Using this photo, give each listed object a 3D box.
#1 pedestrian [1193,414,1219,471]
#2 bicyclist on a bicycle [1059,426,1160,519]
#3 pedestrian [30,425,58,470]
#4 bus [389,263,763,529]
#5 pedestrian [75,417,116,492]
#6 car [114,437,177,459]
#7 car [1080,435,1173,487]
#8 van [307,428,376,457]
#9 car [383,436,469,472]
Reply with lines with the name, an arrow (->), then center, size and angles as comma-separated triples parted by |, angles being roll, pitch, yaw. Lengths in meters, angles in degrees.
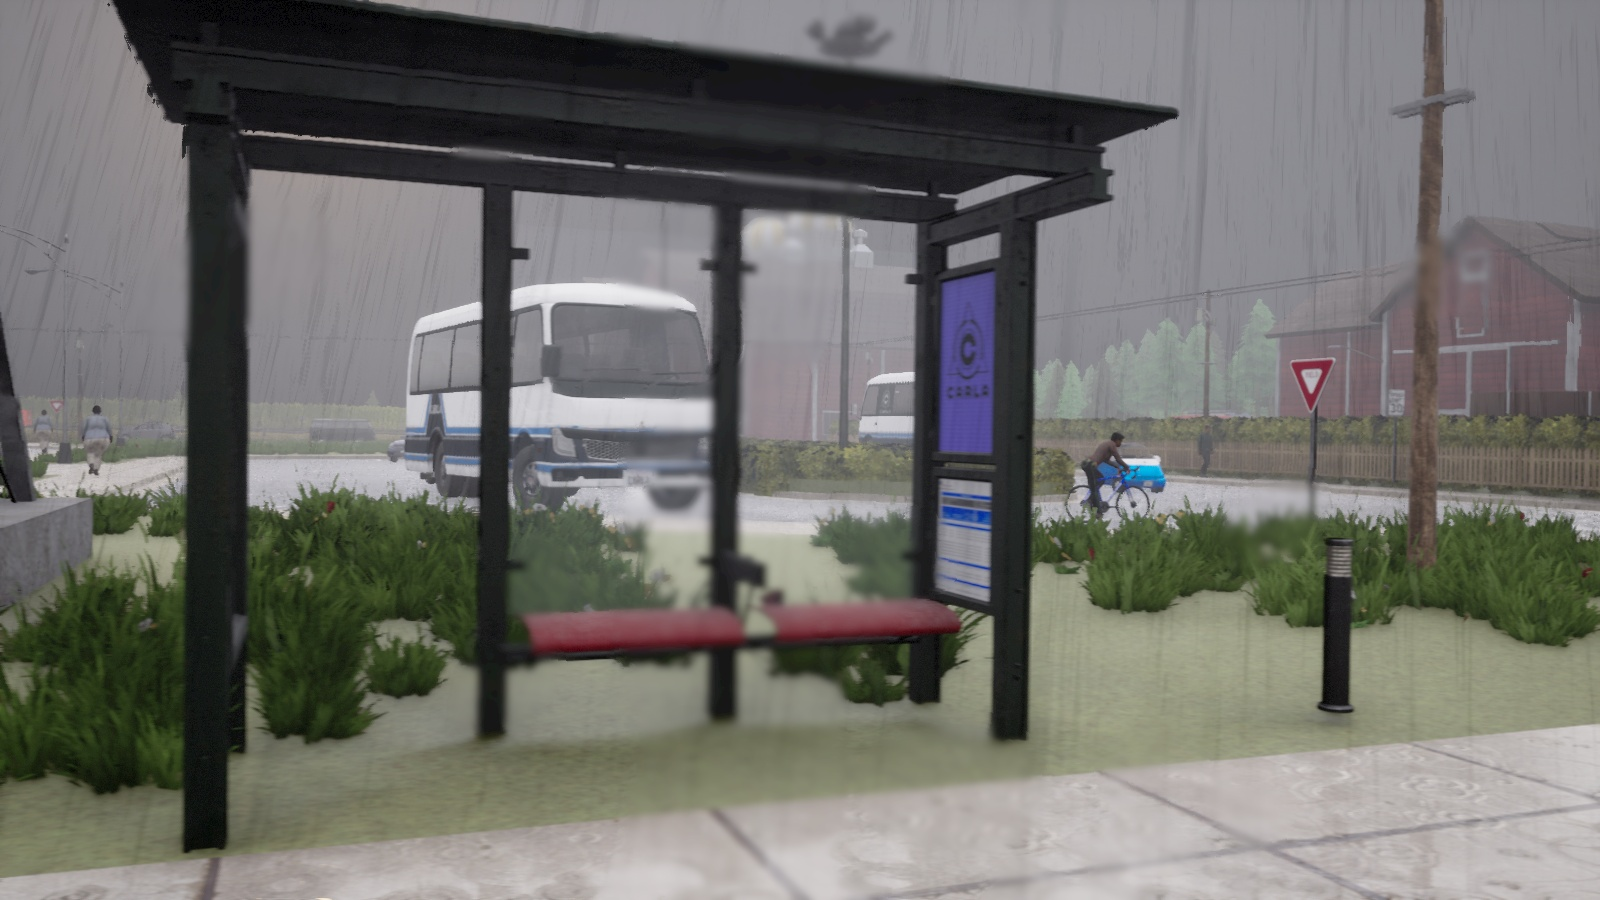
pedestrian -> 13.906, -0.266, 42.994 | 0.423, 1.949, 0.788 | -1, 1, -22
bicyclist on a bicycle -> 5.502, 0.390, 22.351 | 1.656, 1.620, 0.582 | 0, 1, -12
pedestrian -> -31.633, -0.106, 52.573 | 0.874, 1.855, 0.900 | -1, 1, -23
bus -> -5.049, -0.916, 25.533 | 3.944, 4.253, 10.273 | -1, 1, -32
pedestrian -> -17.783, 0.109, 31.716 | 0.874, 1.855, 0.900 | -1, 1, -29
car -> -45.131, -0.158, 86.653 | 3.633, 1.501, 1.845 | -1, 1, -21
car -> 9.048, 0.285, 34.874 | 1.481, 1.376, 2.207 | -1, 1, -21
van -> -32.091, -0.522, 87.931 | 4.442, 1.987, 1.775 | -1, 1, -21
car -> -16.042, 0.139, 54.138 | 1.812, 1.442, 4.674 | 0, 1, 7
